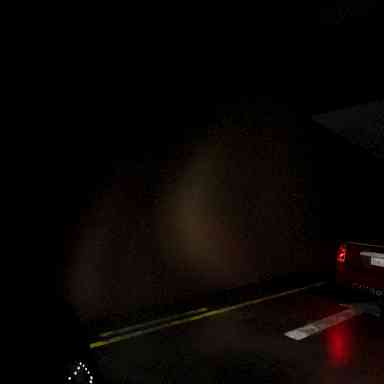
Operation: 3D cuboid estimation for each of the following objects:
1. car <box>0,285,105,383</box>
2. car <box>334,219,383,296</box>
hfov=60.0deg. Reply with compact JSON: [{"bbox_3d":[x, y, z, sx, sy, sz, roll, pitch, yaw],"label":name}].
[{"bbox_3d":[-3.221,1.221,1.495,5.566,2.045,2.150,0,0,-35],"label":"car"},{"bbox_3d":[5.288,1.352,7.552,4.553,1.767,2.097,0,0,-35],"label":"car"}]
